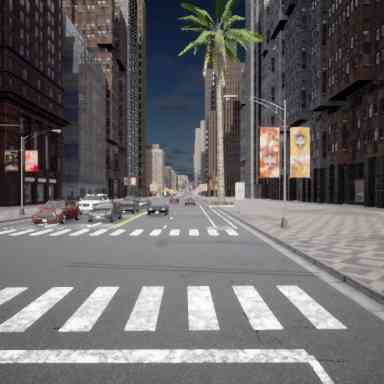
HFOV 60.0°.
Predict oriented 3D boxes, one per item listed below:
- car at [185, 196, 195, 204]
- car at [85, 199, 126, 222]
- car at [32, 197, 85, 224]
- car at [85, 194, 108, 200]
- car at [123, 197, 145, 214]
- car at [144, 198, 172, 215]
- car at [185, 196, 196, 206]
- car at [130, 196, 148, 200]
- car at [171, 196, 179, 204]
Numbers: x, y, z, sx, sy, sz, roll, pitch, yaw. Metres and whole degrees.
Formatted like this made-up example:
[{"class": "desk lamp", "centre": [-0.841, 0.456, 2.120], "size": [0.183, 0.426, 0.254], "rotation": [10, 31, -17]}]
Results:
[{"class": "car", "centre": [-0.365, 1.534, 66.534], "size": [1.882, 1.535, 5.008], "rotation": [0, 0, 0]}, {"class": "car", "centre": [-6.736, 1.529, 26.168], "size": [1.812, 1.442, 4.674], "rotation": [0, 0, 0]}, {"class": "car", "centre": [-9.981, 1.355, 24.759], "size": [2.097, 1.767, 4.553], "rotation": [0, 0, 0]}, {"class": "car", "centre": [-10.035, 1.229, 34.247], "size": [2.150, 2.045, 5.566], "rotation": [0, 0, 0]}, {"class": "car", "centre": [-6.793, 1.556, 35.839], "size": [2.033, 1.411, 5.357], "rotation": [0, 0, 0]}, {"class": "car", "centre": [-3.298, 1.607, 33.278], "size": [1.895, 1.301, 4.718], "rotation": [0, 0, -1]}, {"class": "car", "centre": [-0.308, 1.582, 56.112], "size": [2.033, 1.411, 5.357], "rotation": [0, 0, 0]}, {"class": "car", "centre": [-6.841, 1.510, 46.135], "size": [2.128, 1.511, 4.902], "rotation": [0, 0, 0]}, {"class": "car", "centre": [-3.518, 1.583, 67.264], "size": [1.812, 1.442, 4.674], "rotation": [0, 0, 0]}]
